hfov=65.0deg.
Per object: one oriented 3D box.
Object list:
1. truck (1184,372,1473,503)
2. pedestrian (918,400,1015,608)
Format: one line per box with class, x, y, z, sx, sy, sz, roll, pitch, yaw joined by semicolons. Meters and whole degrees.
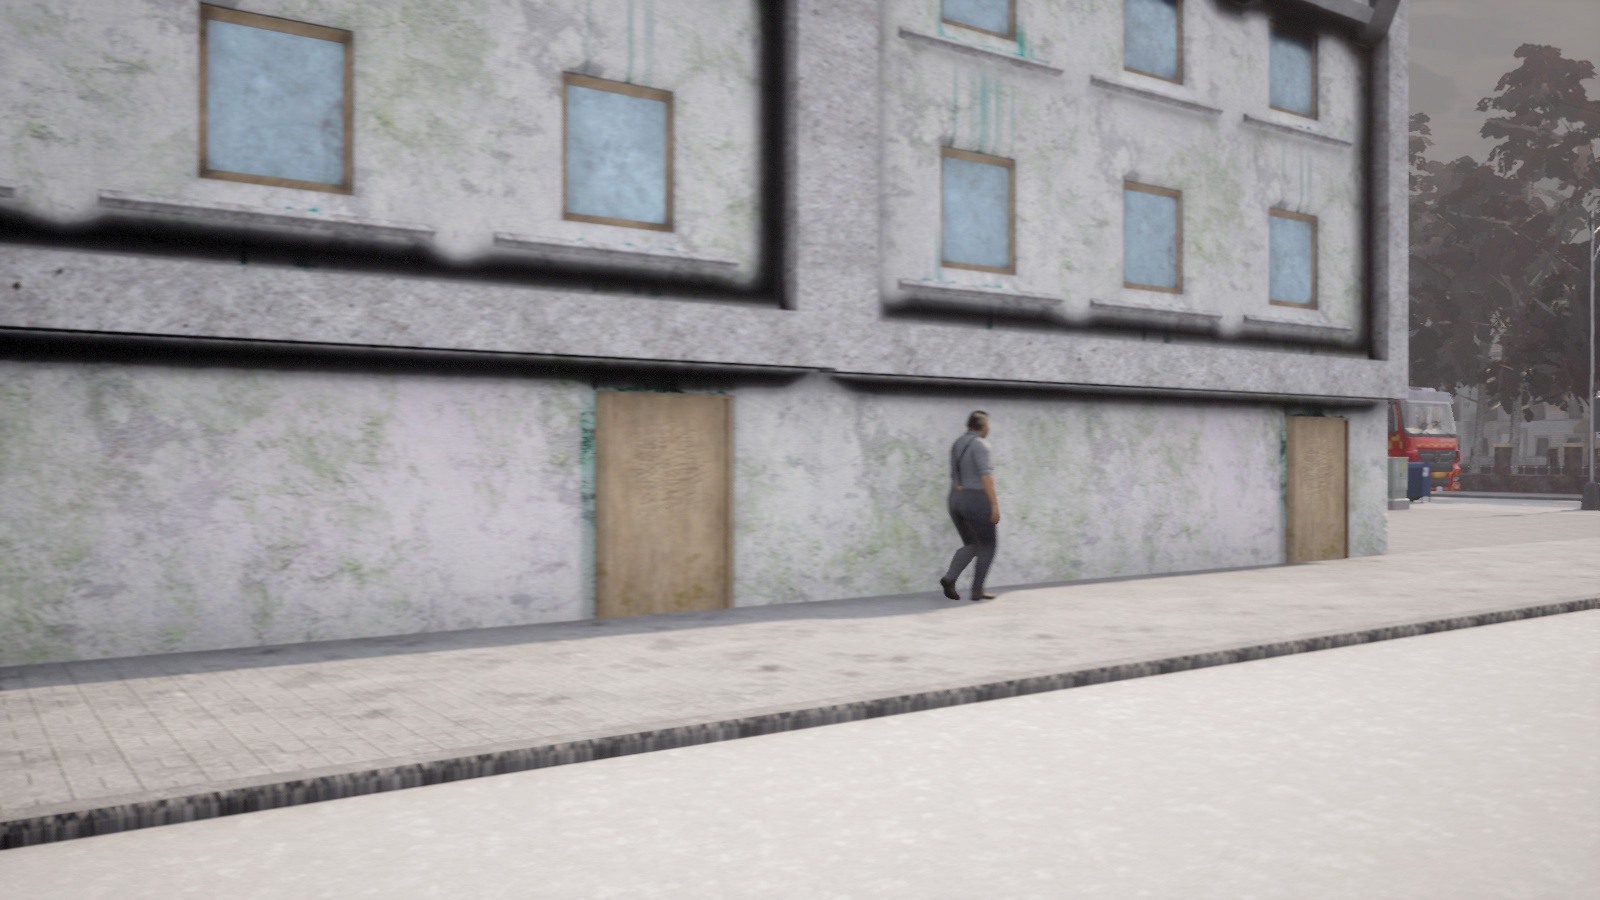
truck;16.953;-0.355;41.009;2.891;3.827;8.468;0;0;-34
pedestrian;1.533;0.480;11.582;0.694;1.848;0.540;0;0;-34
